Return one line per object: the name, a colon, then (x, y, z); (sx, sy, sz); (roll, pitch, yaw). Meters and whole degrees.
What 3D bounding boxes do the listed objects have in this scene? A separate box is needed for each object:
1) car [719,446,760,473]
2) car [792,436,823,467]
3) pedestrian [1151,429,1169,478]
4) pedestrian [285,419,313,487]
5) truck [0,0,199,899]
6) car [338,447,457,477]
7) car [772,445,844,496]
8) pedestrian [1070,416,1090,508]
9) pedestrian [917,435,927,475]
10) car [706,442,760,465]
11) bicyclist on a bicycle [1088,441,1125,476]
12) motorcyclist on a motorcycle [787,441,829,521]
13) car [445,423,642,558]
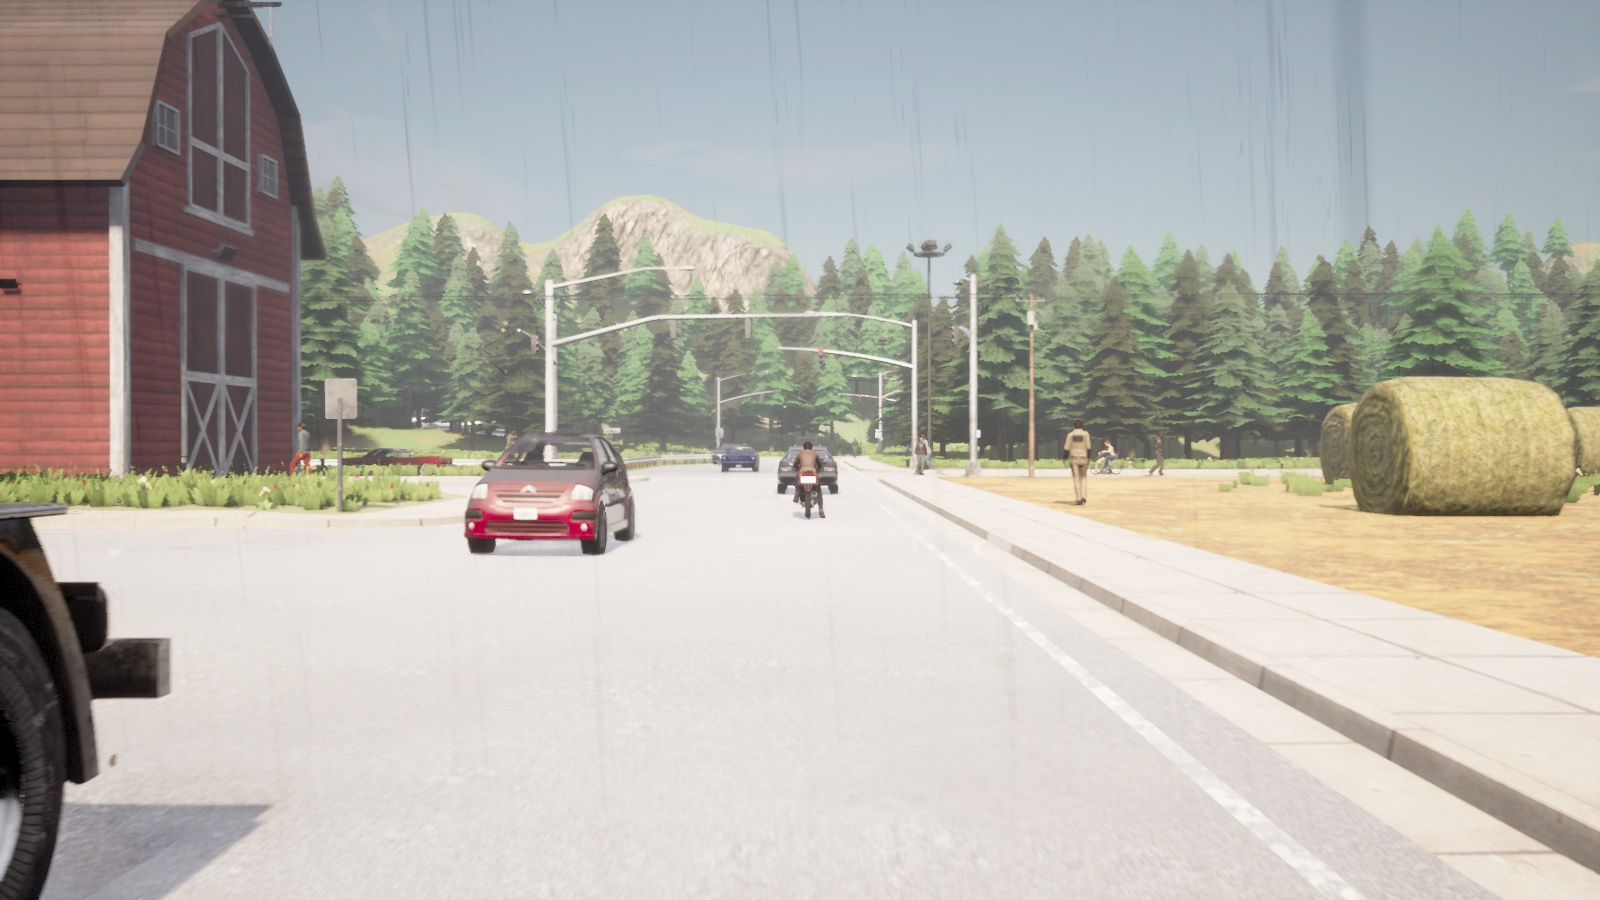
car: (-3.098, 0.481, 65.201); (1.895, 1.301, 4.718); (0, 1, 0)
car: (0.461, 0.101, 78.433); (1.905, 1.878, 3.866); (0, 0, 0)
pedestrian: (14.438, 0.141, 50.354); (0.692, 1.930, 0.395); (0, 0, 13)
pedestrian: (-13.853, 0.081, 34.737); (0.614, 1.847, 0.353); (0, 0, 16)
truck: (-3.483, -0.239, 0.239); (2.891, 3.462, 7.936); (0, 0, 0)
car: (-18.015, 0.542, 56.308); (4.718, 1.301, 1.895); (0, 0, 1)
car: (0.235, 0.576, 38.216); (2.033, 1.411, 5.357); (0, 0, 0)
pedestrian: (5.955, 0.256, 26.681); (0.396, 1.930, 0.692); (0, 0, 14)
pedestrian: (5.648, 0.242, 58.148); (0.376, 1.854, 0.720); (0, 0, 2)
car: (-4.563, 0.214, 86.148); (2.128, 1.511, 4.902); (0, 0, 17)
bicyclist on a bicycle: (14.404, 0.389, 59.031); (1.509, 1.612, 0.866); (0, 0, 2)
motorcyclist on a motorcycle: (0.157, 0.588, 24.922); (0.797, 1.523, 2.044); (0, 0, 0)
car: (-3.382, 0.504, 17.336); (1.851, 1.617, 3.988); (1, 0, 0)
